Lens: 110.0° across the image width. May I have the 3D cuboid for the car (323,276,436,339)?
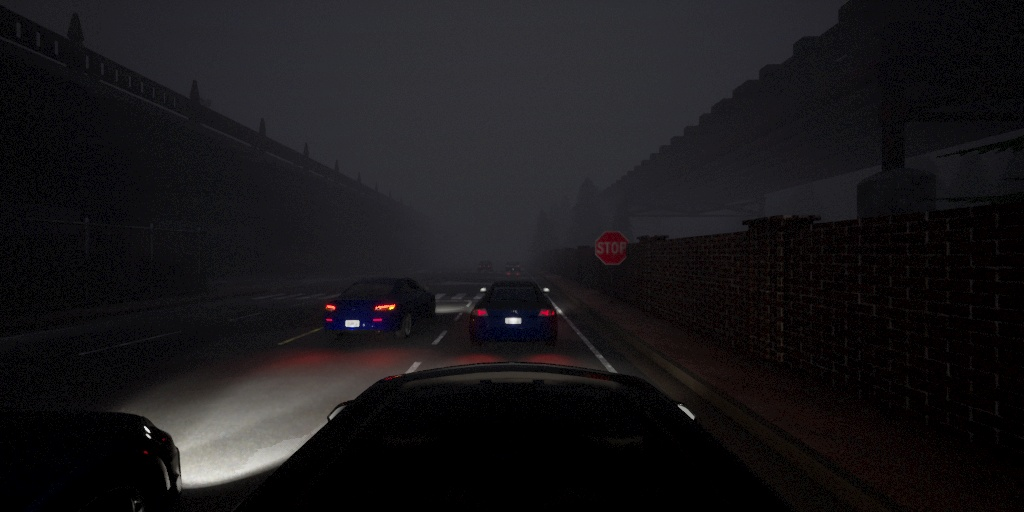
[{"bbox_3d":[-3.412,1.275,9.952,1.812,1.442,4.674,0,0,0],"label":"car"}]

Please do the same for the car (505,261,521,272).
[{"bbox_3d":[0.106,1.348,46.219,1.895,1.301,4.718,0,0,-1],"label":"car"}]

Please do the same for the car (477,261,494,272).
[{"bbox_3d":[-3.388,1.295,46.015,2.033,1.411,5.357,0,0,-1],"label":"car"}]

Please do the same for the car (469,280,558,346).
[{"bbox_3d":[0.070,1.314,9.429,1.994,1.385,4.181,0,0,1],"label":"car"}]

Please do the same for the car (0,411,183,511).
[{"bbox_3d":[-3.399,1.314,0.856,1.994,1.385,4.181,0,0,0],"label":"car"}]
